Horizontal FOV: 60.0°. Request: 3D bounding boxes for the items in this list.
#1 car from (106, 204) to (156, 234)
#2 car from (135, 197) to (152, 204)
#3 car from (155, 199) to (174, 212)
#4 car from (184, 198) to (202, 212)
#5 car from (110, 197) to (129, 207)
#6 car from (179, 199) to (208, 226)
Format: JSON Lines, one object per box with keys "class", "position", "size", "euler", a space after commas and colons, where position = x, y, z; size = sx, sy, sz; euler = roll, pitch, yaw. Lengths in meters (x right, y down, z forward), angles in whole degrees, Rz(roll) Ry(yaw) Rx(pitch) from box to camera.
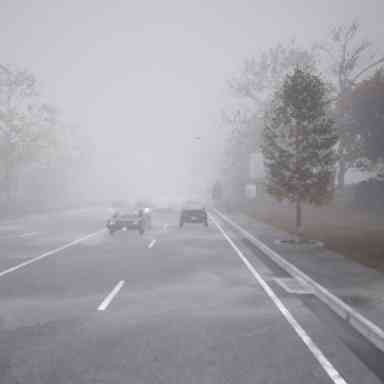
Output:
{"class": "car", "position": [-3.465, 1.618, 19.330], "size": [1.895, 1.301, 4.718], "euler": [0, 0, 1]}
{"class": "car", "position": [-7.045, 1.520, 48.719], "size": [1.882, 1.535, 5.008], "euler": [0, 0, 0]}
{"class": "car", "position": [-3.397, 1.561, 40.099], "size": [1.812, 1.442, 4.674], "euler": [0, 0, 0]}
{"class": "car", "position": [0.111, 1.528, 39.784], "size": [2.128, 1.511, 4.902], "euler": [0, 0, 0]}
{"class": "car", "position": [-10.543, 1.520, 48.606], "size": [1.882, 1.535, 5.008], "euler": [0, 0, 1]}
{"class": "car", "position": [0.105, 1.498, 23.425], "size": [1.882, 1.535, 5.008], "euler": [0, 0, 0]}
